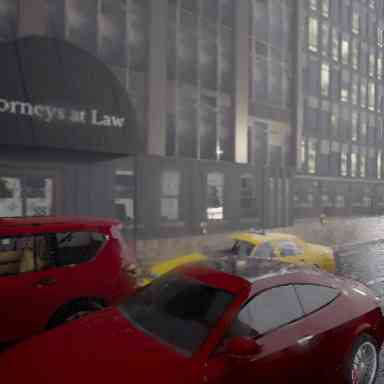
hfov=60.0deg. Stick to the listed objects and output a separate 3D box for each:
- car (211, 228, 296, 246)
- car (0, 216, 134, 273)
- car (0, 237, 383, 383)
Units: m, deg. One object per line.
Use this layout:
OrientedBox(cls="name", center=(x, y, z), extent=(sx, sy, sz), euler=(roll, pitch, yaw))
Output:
OrientedBox(cls="car", center=(1.283, 1.527, 7.462), extent=(4.829, 1.417, 1.752), euler=(0, 1, -36))
OrientedBox(cls="car", center=(-3.091, 1.315, 4.336), extent=(5.009, 1.841, 2.192), euler=(0, 1, -36))
OrientedBox(cls="car", center=(0.316, 1.526, 3.605), extent=(4.674, 1.442, 1.812), euler=(0, 0, -36))
